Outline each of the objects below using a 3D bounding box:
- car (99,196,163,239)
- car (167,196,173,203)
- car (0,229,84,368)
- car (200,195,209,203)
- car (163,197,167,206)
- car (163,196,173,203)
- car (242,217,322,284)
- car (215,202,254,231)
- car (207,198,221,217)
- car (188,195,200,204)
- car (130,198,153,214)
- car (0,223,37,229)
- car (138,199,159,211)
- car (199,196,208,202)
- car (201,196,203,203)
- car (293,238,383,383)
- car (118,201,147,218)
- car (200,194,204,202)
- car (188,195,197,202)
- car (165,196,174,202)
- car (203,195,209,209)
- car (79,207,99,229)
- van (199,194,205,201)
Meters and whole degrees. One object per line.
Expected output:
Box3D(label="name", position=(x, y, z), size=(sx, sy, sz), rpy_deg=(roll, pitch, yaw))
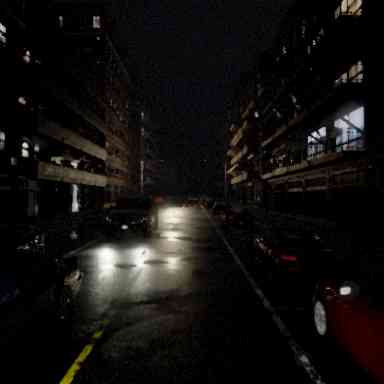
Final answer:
Box3D(label="car", position=(-3.052, 1.251, 17.937), size=(2.150, 2.045, 5.566), rpy_deg=(0, 0, 0))
Box3D(label="car", position=(-5.553, 1.668, 71.615), size=(1.887, 1.381, 4.507), rpy_deg=(1, 0, 0))
Box3D(label="car", position=(-3.095, 1.554, 4.409), size=(2.033, 1.411, 5.357), rpy_deg=(0, 0, 0))
Box3D(label="car", position=(2.839, 1.578, 77.221), size=(1.967, 1.590, 4.097), rpy_deg=(1, 0, 0))
Box3D(label="car", position=(-5.583, 1.636, 54.630), size=(1.887, 1.381, 4.507), rpy_deg=(1, 0, 0))
Box3D(label="car", position=(-5.542, 1.659, 77.106), size=(1.752, 1.417, 4.829), rpy_deg=(1, 0, 0))
Box3D(label="car", position=(2.718, 1.599, 9.283), size=(1.802, 1.307, 4.206), rpy_deg=(1, 0, 0))
Box3D(label="car", position=(2.736, 1.580, 20.604), size=(1.887, 1.381, 4.507), rpy_deg=(1, 0, 0))
Box3D(label="car", position=(2.756, 1.605, 31.927), size=(2.008, 1.369, 4.403), rpy_deg=(1, 0, 0))
Box3D(label="car", position=(0.115, 1.717, 65.610), size=(1.895, 1.301, 4.718), rpy_deg=(0, 0, 0))
Box3D(label="car", position=(-5.612, 1.500, 37.645), size=(1.967, 1.590, 4.097), rpy_deg=(1, 0, 0))
Box3D(label="car", position=(-5.667, 1.579, 9.340), size=(1.947, 1.339, 4.313), rpy_deg=(1, 0, 0))
Box3D(label="car", position=(-5.604, 1.621, 43.306), size=(2.008, 1.369, 4.403), rpy_deg=(1, 0, 0))
Box3D(label="car", position=(2.848, 1.700, 82.882), size=(2.008, 1.369, 4.403), rpy_deg=(1, 0, 0))
Box3D(label="car", position=(2.787, 1.636, 48.912), size=(2.008, 1.369, 4.403), rpy_deg=(1, 0, 0))
Box3D(label="car", position=(2.780, 1.552, 3.621), size=(1.887, 1.381, 4.507), rpy_deg=(1, 0, 0))
Box3D(label="car", position=(-5.624, 1.616, 31.983), size=(1.947, 1.339, 4.313), rpy_deg=(1, 0, 0))
Box3D(label="car", position=(2.829, 1.568, 71.560), size=(1.967, 1.590, 4.097), rpy_deg=(1, 0, 0))
Box3D(label="car", position=(0.133, 1.504, 75.813), size=(1.837, 1.490, 4.892), rpy_deg=(0, 0, 0))
Box3D(label="car", position=(-5.532, 1.670, 82.767), size=(1.752, 1.417, 4.829), rpy_deg=(1, 0, 0))
Box3D(label="car", position=(2.778, 1.515, 43.250), size=(1.967, 1.590, 4.097), rpy_deg=(1, 0, 0))
Box3D(label="car", position=(-5.645, 1.614, 20.660), size=(1.802, 1.307, 4.206), rpy_deg=(1, 0, 0))
Box3D(label="van", position=(2.871, 1.514, 94.206), size=(1.690, 1.788, 3.998), rpy_deg=(1, 0, 0))
